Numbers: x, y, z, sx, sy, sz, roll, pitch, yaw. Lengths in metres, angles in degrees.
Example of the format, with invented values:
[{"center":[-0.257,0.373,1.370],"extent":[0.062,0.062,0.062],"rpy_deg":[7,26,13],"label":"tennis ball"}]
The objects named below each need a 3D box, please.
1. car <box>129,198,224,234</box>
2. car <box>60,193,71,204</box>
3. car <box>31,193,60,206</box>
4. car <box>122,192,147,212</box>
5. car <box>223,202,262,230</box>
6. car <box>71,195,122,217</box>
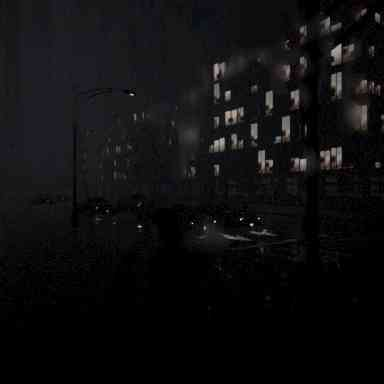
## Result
[{"center":[-1.003,1.292,17.685],"extent":[2.033,1.411,5.357],"rpy_deg":[0,1,-38],"label":"car"},{"center":[-16.422,0.807,42.645],"extent":[1.895,1.301,4.718],"rpy_deg":[0,1,-38],"label":"car"},{"center":[-17.113,0.830,38.224],"extent":[1.994,1.385,4.181],"rpy_deg":[0,1,-38],"label":"car"},{"center":[-4.586,0.912,27.486],"extent":[2.097,1.767,4.553],"rpy_deg":[0,1,-38],"label":"car"},{"center":[1.603,1.289,19.683],"extent":[2.033,1.411,5.357],"rpy_deg":[0,1,-36],"label":"car"},{"center":[-7.572,1.076,26.022],"extent":[1.812,1.442,4.674],"rpy_deg":[0,1,-38],"label":"car"}]
